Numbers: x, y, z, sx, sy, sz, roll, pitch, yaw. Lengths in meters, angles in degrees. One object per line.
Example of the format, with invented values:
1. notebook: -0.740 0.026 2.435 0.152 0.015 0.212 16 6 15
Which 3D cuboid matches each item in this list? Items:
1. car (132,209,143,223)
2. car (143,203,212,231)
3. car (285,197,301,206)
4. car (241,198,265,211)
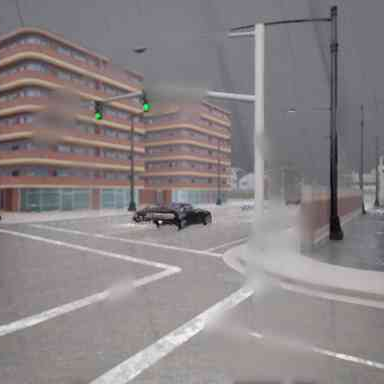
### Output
1. car: -2.456 1.540 24.546 1.994 1.385 4.181 0 0 32
2. car: -0.507 1.478 20.848 2.128 1.511 4.902 0 0 32
3. car: 17.386 1.606 56.544 2.033 1.411 5.357 0 0 32
4. car: 7.583 1.510 40.802 1.812 1.442 4.674 0 0 32
